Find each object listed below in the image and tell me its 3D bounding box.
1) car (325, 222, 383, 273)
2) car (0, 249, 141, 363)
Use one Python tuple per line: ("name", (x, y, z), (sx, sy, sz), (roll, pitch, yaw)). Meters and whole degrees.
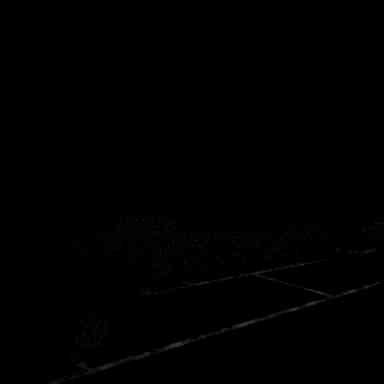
("car", (6.199, 1.689, 11.063), (4.206, 1.307, 1.802), (1, 0, -35))
("car", (-2.922, 1.546, 4.560), (4.507, 1.381, 1.887), (1, 0, -35))
